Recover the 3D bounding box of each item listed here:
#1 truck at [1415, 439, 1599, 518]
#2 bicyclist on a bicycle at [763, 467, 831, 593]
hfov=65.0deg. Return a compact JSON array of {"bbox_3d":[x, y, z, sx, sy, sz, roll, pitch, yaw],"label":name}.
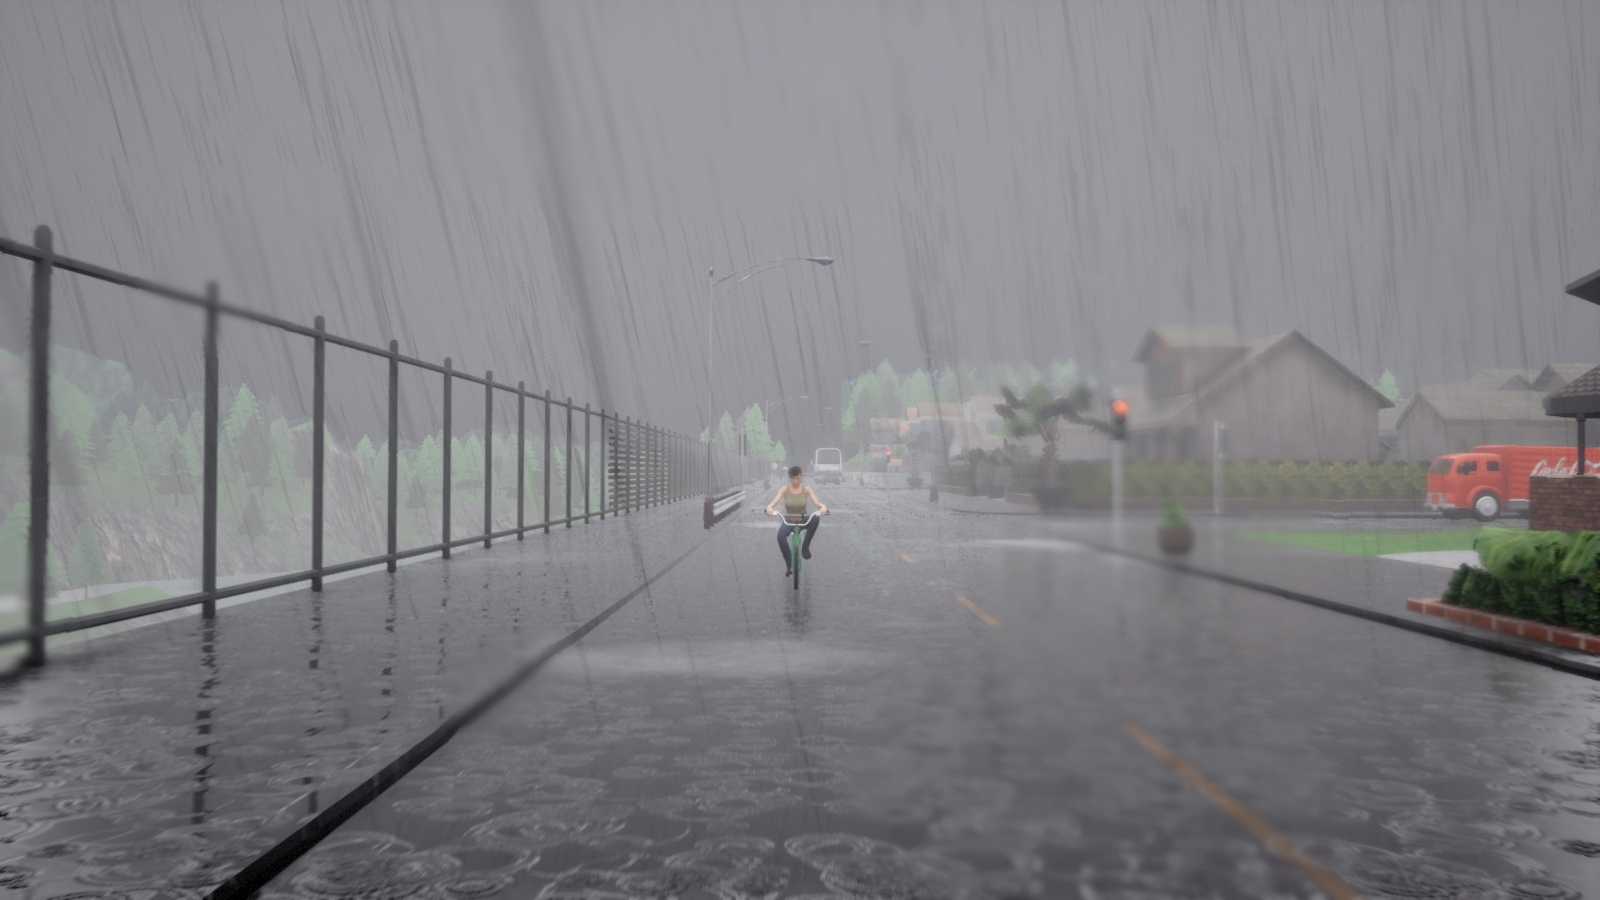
[{"bbox_3d":[23.337,0.927,41.029,5.204,2.467,2.627,0,-1,0],"label":"truck"},{"bbox_3d":[-0.038,1.033,16.856,0.866,1.612,1.509,0,-1,0],"label":"bicyclist on a bicycle"}]
